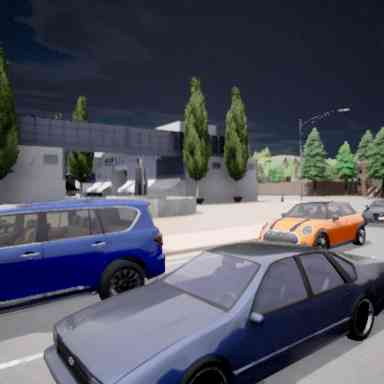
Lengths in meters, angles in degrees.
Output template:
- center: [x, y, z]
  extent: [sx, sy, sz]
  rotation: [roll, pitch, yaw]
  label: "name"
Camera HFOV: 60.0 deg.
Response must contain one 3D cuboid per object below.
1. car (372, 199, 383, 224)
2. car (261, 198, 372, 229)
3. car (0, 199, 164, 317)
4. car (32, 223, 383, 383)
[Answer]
- center: [11.188, 1.186, 19.368]
  extent: [1.994, 1.385, 4.181]
  rotation: [0, 1, 34]
  label: "car"
- center: [4.452, 1.154, 12.107]
  extent: [4.553, 1.767, 2.097]
  rotation: [-1, 1, -41]
  label: "car"
- center: [-3.115, 1.202, 6.128]
  extent: [5.566, 2.045, 2.150]
  rotation: [-1, 1, -38]
  label: "car"
- center: [0.903, 1.484, 4.735]
  extent: [5.357, 1.411, 2.033]
  rotation: [-1, 1, -37]
  label: "car"
